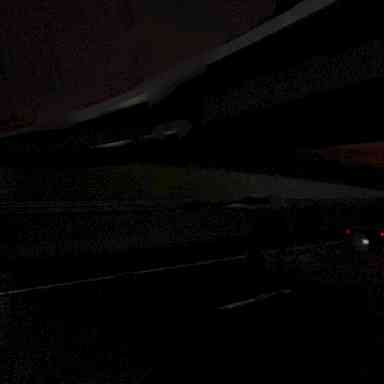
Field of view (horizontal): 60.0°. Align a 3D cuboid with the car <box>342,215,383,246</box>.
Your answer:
[{"bbox_3d":[8.467,1.613,14.052,4.718,1.301,1.895,0,0,-35],"label":"car"}]

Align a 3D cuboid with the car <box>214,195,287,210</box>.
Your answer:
[{"bbox_3d":[4.642,1.231,24.458,5.566,2.045,2.150,0,0,-35],"label":"car"}]

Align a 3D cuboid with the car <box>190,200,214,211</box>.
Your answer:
[{"bbox_3d":[2.529,1.512,27.249,4.892,1.490,1.837,0,0,-35],"label":"car"}]

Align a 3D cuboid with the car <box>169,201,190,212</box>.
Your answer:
[{"bbox_3d":[0.248,1.482,29.922,5.008,1.535,1.882,0,0,-35],"label":"car"}]
